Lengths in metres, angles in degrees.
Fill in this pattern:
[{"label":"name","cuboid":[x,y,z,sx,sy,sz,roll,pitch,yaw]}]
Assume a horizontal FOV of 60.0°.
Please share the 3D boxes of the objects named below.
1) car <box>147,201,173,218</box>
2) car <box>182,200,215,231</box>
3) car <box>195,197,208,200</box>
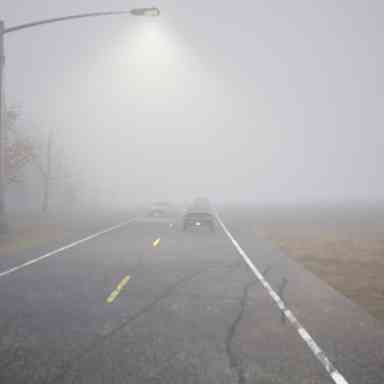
[{"label":"car","cuboid":[-2.882,1.552,31.048,2.033,1.411,5.357,0,0,2]},{"label":"car","cuboid":[0.407,1.511,20.897,1.837,1.490,4.892,0,0,1]},{"label":"car","cuboid":[1.106,1.355,39.462,2.097,1.767,4.553,0,0,3]}]
